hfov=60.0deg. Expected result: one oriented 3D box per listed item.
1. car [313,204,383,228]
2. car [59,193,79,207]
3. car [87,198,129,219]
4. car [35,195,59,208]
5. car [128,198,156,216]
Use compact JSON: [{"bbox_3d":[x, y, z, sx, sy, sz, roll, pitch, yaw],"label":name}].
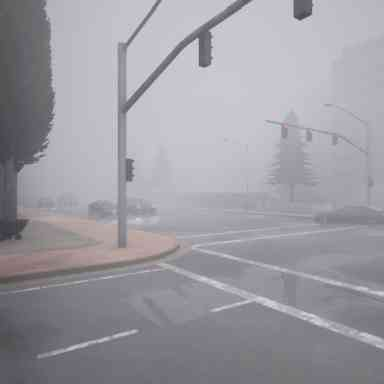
[{"bbox_3d":[10.529,1.539,22.100,4.674,1.442,1.812,0,2,30],"label":"car"},{"bbox_3d":[-19.410,1.224,52.010,2.150,2.045,5.566,0,0,-35],"label":"car"},{"bbox_3d":[-7.834,1.489,29.692,2.128,1.511,4.902,0,0,-36],"label":"car"},{"bbox_3d":[-21.524,1.505,48.926,1.837,1.490,4.892,0,-1,-35],"label":"car"},{"bbox_3d":[-5.301,1.350,32.169,2.097,1.767,4.553,0,0,-36],"label":"car"}]
